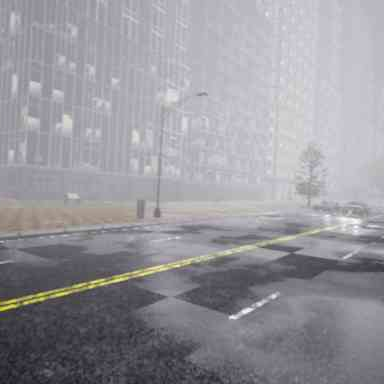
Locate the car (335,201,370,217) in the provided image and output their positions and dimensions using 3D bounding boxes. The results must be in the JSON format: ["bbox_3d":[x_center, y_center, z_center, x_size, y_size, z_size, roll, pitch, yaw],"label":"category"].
[{"bbox_3d":[16.600,1.656,33.609,2.128,1.511,4.902,3,1,39],"label":"car"}]

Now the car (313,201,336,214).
[{"bbox_3d":[14.949,1.652,36.745,1.895,1.301,4.718,3,1,39],"label":"car"}]
